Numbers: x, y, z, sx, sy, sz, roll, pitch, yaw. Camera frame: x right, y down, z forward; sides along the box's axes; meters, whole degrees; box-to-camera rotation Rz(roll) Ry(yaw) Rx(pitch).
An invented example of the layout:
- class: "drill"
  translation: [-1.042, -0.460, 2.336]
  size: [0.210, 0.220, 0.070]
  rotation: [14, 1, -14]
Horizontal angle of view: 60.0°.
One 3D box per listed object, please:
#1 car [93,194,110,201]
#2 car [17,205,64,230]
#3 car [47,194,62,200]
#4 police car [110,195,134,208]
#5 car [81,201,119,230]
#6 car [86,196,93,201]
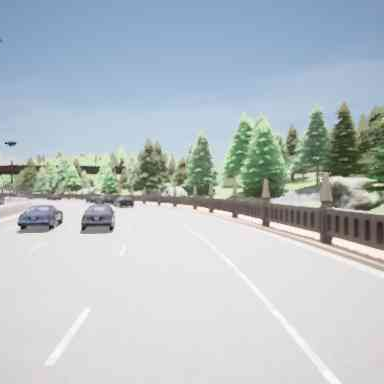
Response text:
- class: "car"
  translation: [-14.487, 1.201, 55.436]
  size: [2.097, 1.767, 4.553]
  rotation: [0, 0, -31]
- class: "car"
  translation: [-9.391, 1.504, 20.966]
  size: [2.033, 1.411, 5.357]
  rotation: [0, 0, -13]
- class: "car"
  translation: [-31.611, 1.203, 76.229]
  size: [4.181, 1.385, 1.994]
  rotation: [0, 0, 43]
- class: "police car"
  translation: [-9.414, 1.292, 45.872]
  size: [1.930, 1.638, 5.238]
  rotation: [0, 0, -25]
- class: "car"
  translation: [-5.734, 1.492, 20.594]
  size: [2.033, 1.411, 5.357]
  rotation: [0, 0, -12]
- class: "car"
  translation: [-18.033, 1.368, 61.016]
  size: [1.812, 1.442, 4.674]
  rotation: [0, 0, -34]
